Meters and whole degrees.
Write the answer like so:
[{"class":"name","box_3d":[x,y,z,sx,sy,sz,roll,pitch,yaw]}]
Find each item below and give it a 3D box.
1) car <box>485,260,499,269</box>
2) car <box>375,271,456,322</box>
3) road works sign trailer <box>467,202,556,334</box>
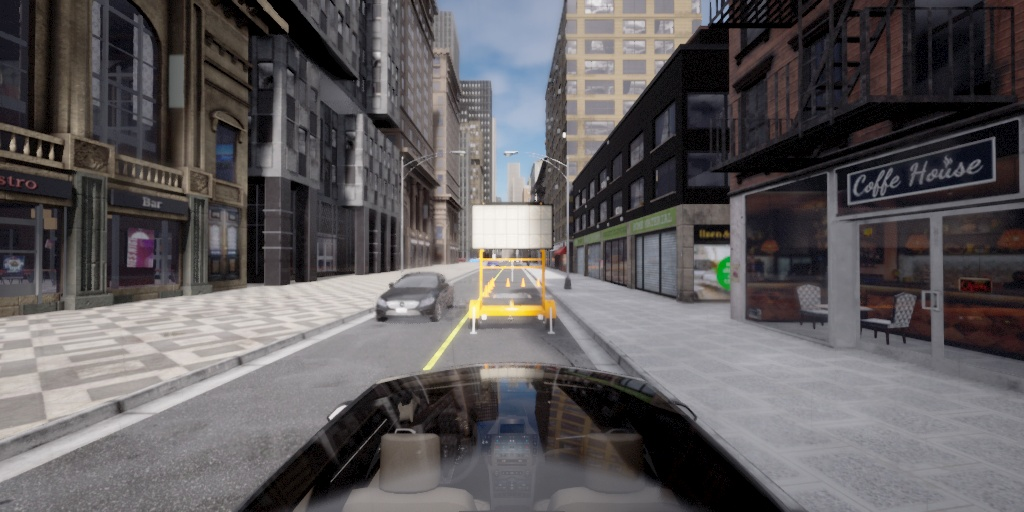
[{"class":"car","box_3d":[-3.059,1.346,56.430,1.812,1.442,4.674,0,0,0]},{"class":"car","box_3d":[-3.095,1.277,12.382,1.812,1.442,4.674,0,0,0]},{"class":"road works sign trailer","box_3d":[0.011,0.215,10.613,2.380,3.560,2.880,0,0,0]}]
